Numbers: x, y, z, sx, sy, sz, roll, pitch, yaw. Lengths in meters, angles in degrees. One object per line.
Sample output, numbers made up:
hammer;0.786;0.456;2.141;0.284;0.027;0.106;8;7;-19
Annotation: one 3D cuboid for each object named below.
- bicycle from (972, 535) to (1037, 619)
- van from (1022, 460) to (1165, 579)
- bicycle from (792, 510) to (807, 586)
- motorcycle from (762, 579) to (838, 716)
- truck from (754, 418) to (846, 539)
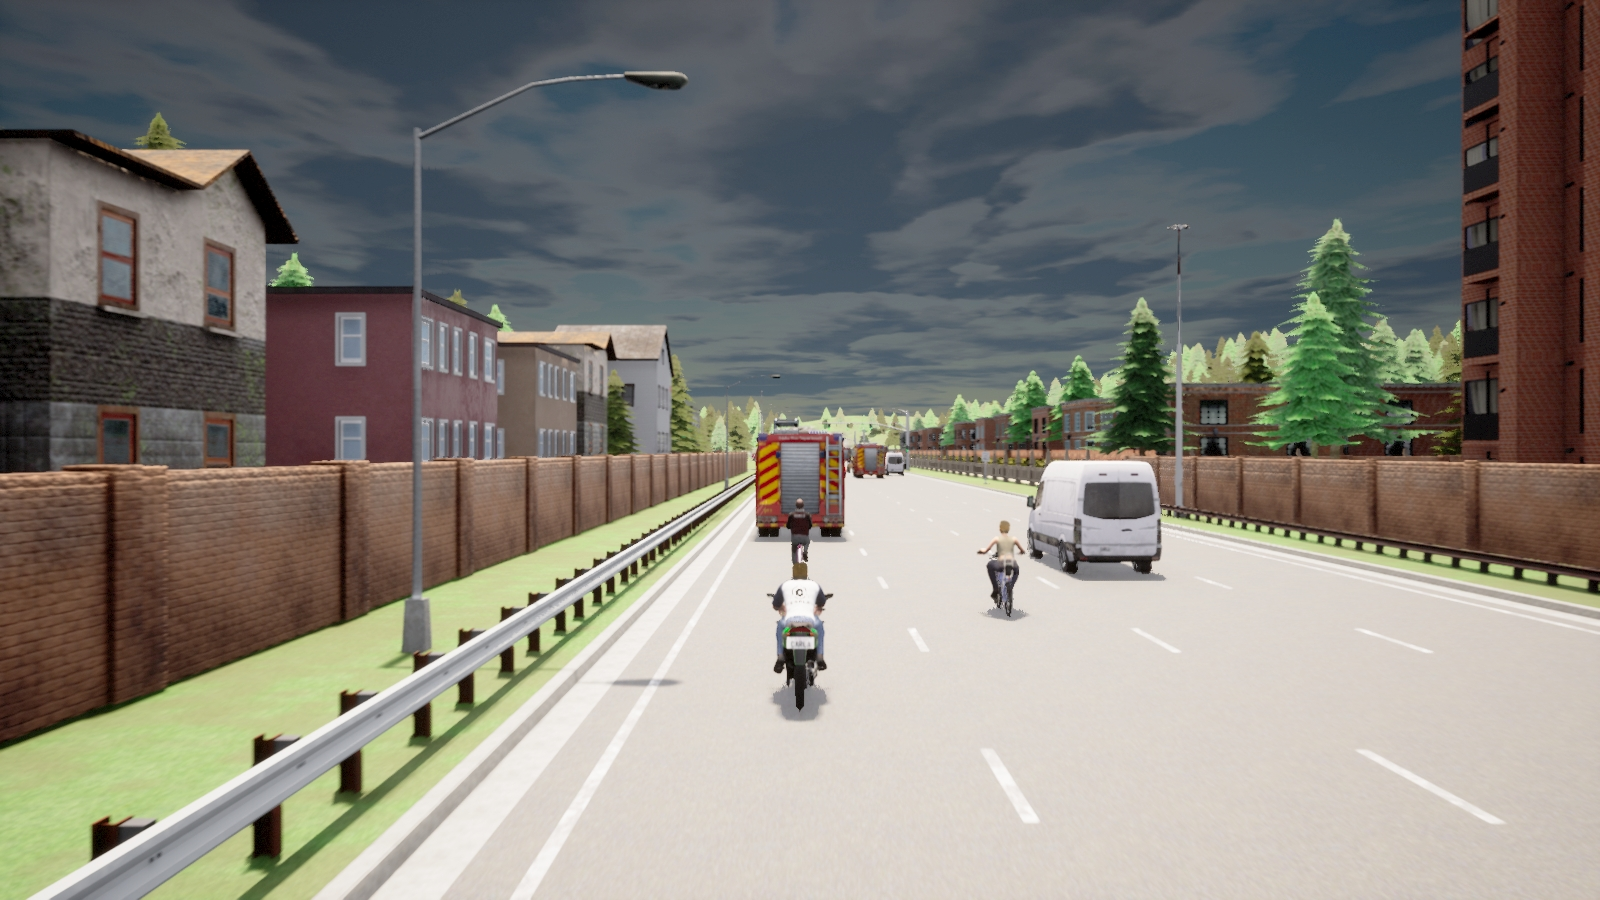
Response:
bicycle;3.500;2.165;19.668;0.859;1.277;1.487;0;0;0
van;6.996;1.544;27.942;1.988;2.561;5.915;0;0;0
bicycle;-0.009;2.069;24.551;0.329;1.471;1.835;0;0;0
motorcycle;0.000;2.192;13.028;0.803;1.199;2.033;0;1;0
truck;-0.005;0.905;40.402;2.891;3.827;8.468;0;0;0
